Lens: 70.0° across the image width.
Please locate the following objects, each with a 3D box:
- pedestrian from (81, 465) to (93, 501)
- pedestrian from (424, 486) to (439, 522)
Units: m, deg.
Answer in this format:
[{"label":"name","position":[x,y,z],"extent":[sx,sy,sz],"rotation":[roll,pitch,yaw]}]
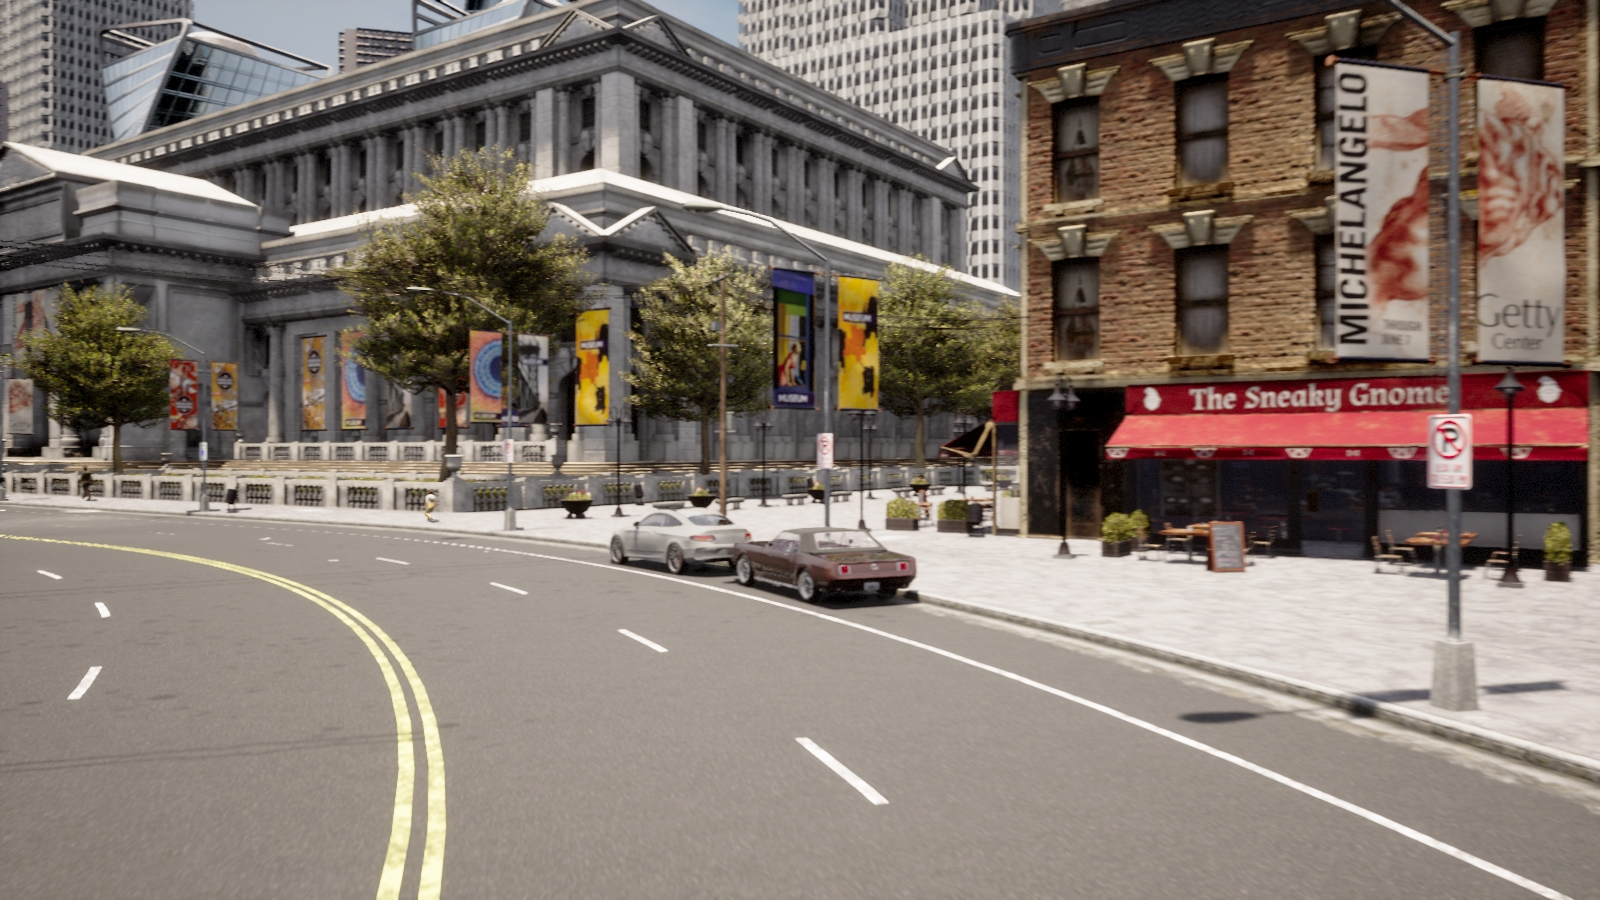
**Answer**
[{"label":"pedestrian","position":[-37.354,1.726,59.844],"extent":[0.375,1.860,0.375],"rotation":[0,0,32]},{"label":"pedestrian","position":[-13.504,1.987,41.839],"extent":[0.375,1.300,0.375],"rotation":[0,0,37]}]
